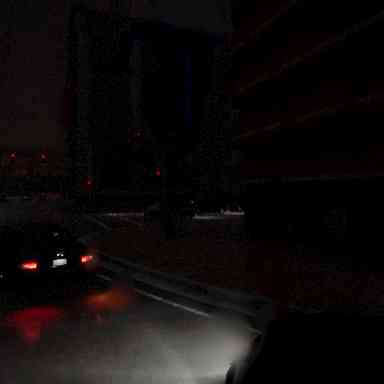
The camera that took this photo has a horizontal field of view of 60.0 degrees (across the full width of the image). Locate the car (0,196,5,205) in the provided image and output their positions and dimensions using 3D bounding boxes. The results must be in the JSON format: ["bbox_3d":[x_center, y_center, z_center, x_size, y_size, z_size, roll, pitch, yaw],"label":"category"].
[{"bbox_3d":[-33.723,1.351,56.403,2.097,1.767,4.553,0,0,-22],"label":"car"}]

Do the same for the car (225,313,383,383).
[{"bbox_3d":[2.827,1.547,2.052,5.357,1.411,2.033,0,0,35],"label":"car"}]

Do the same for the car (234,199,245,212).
[{"bbox_3d":[6.614,1.560,40.320,4.892,1.490,1.837,0,0,-22],"label":"car"}]

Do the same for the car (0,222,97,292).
[{"bbox_3d":[-4.390,1.547,9.074,2.033,1.411,5.357,0,0,-39],"label":"car"}]

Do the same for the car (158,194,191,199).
[{"bbox_3d":[-2.541,1.277,36.529,5.566,2.045,2.150,0,0,-22],"label":"car"}]

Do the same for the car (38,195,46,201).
[{"bbox_3d":[-37.061,1.540,82.373,2.033,1.411,5.357,0,0,-23],"label":"car"}]

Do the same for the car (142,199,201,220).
[{"bbox_3d":[-1.967,1.581,28.991,4.674,1.442,1.812,0,0,-22],"label":"car"}]

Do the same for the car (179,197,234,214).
[{"bbox_3d":[1.448,1.560,34.393,4.892,1.490,1.837,0,0,-22],"label":"car"}]

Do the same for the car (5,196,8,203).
[{"bbox_3d":[-38.002,1.540,66.624,2.033,1.411,5.357,0,0,-23],"label":"car"}]

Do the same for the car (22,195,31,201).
[{"bbox_3d":[-40.150,1.525,80.691,2.128,1.511,4.902,0,0,-23],"label":"car"}]
